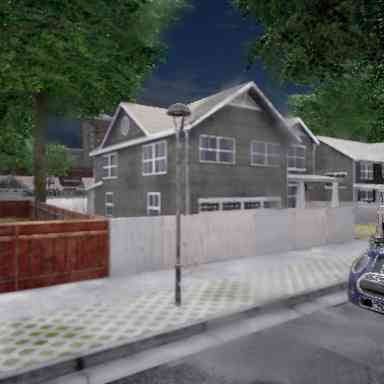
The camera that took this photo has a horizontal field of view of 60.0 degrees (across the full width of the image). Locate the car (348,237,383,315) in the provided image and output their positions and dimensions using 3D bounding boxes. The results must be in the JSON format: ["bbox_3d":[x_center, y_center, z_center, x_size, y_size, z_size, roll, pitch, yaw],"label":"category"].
[{"bbox_3d":[5.186,1.372,6.756,4.553,1.767,2.097,0,0,-35],"label":"car"}]
